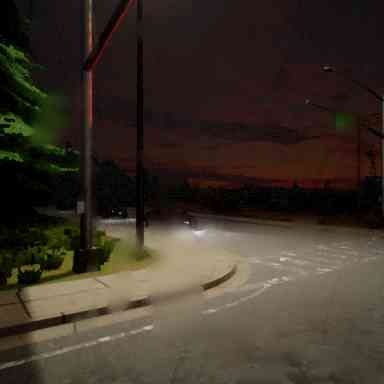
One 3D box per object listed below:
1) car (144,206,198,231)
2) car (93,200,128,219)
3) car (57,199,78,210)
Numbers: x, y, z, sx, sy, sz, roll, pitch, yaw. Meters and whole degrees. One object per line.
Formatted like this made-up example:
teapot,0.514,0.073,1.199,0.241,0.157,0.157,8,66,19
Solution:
car,-1.405,1.591,20.710,1.994,1.385,4.181,0,0,-34
car,-7.271,1.532,29.314,1.837,1.490,4.892,0,0,-34
car,-15.309,1.504,41.144,1.882,1.535,5.008,0,0,-34
